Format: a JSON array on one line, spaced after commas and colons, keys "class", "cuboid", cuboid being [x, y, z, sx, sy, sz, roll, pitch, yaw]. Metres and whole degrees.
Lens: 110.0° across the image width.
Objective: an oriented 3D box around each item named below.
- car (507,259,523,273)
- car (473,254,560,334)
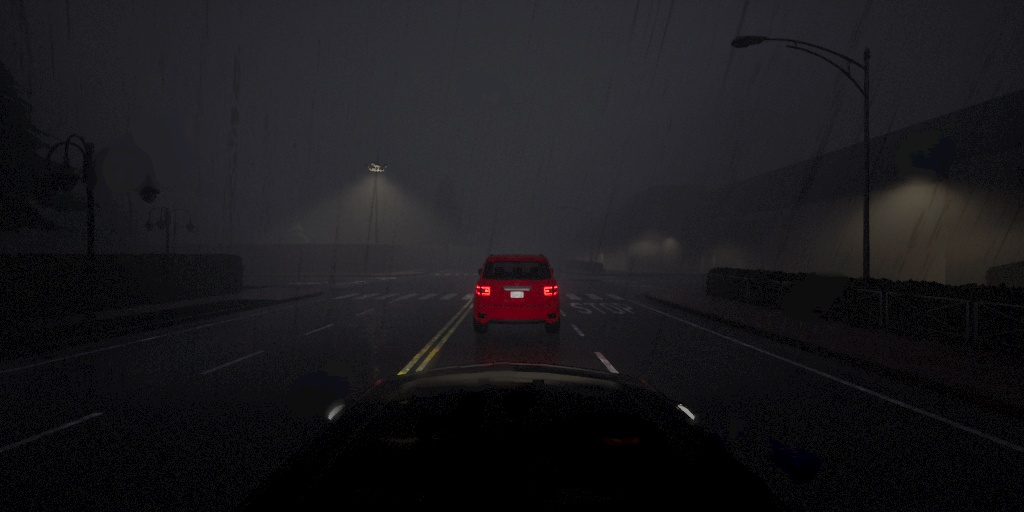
[{"class": "car", "cuboid": [0.353, 1.228, 45.615, 1.882, 1.535, 5.008, 0, 0, 1]}, {"class": "car", "cuboid": [0.121, 0.971, 10.812, 2.150, 2.045, 5.566, 0, 0, 0]}]
